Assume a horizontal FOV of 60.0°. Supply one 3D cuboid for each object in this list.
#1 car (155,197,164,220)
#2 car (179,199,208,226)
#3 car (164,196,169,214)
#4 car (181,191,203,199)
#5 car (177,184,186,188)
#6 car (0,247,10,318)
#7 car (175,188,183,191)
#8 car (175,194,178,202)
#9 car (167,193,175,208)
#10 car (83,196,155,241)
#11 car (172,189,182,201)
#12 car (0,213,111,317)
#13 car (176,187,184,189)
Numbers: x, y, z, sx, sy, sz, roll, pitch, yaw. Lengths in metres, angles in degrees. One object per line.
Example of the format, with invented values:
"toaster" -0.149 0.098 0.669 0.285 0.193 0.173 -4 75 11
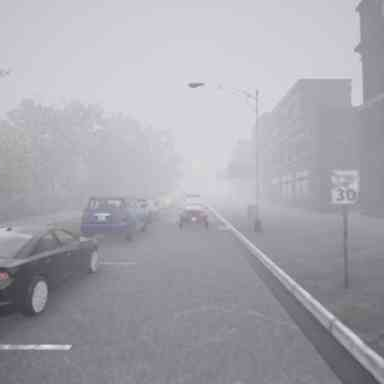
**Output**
"car" -3.635 1.294 24.138 2.185 1.767 4.553 0 1 2
"car" 0.111 1.465 22.438 1.812 1.442 4.674 0 0 0
"car" -3.641 1.454 29.743 2.163 1.488 4.792 -1 1 2
"car" 0.126 1.091 40.558 2.150 2.045 5.566 0 0 0
"car" -3.593 -0.476 88.242 2.185 1.767 4.553 0 4 2
"car" -3.649 1.512 1.991 2.231 1.521 4.892 0 0 2
"car" -3.581 0.599 71.400 1.946 1.575 5.366 1 3 2
"car" -3.618 1.342 47.127 2.002 1.452 4.674 0 0 2
"car" -3.615 1.341 40.990 1.946 1.575 5.366 0 1 2
"car" -3.638 1.187 16.484 2.435 2.045 5.566 0 0 2
"car" -3.586 0.906 60.382 2.185 1.767 4.553 2 2 2
"car" -3.645 1.482 7.532 2.097 1.535 5.008 0 0 2
"car" -3.580 0.329 77.133 2.231 1.521 4.892 1 4 2
